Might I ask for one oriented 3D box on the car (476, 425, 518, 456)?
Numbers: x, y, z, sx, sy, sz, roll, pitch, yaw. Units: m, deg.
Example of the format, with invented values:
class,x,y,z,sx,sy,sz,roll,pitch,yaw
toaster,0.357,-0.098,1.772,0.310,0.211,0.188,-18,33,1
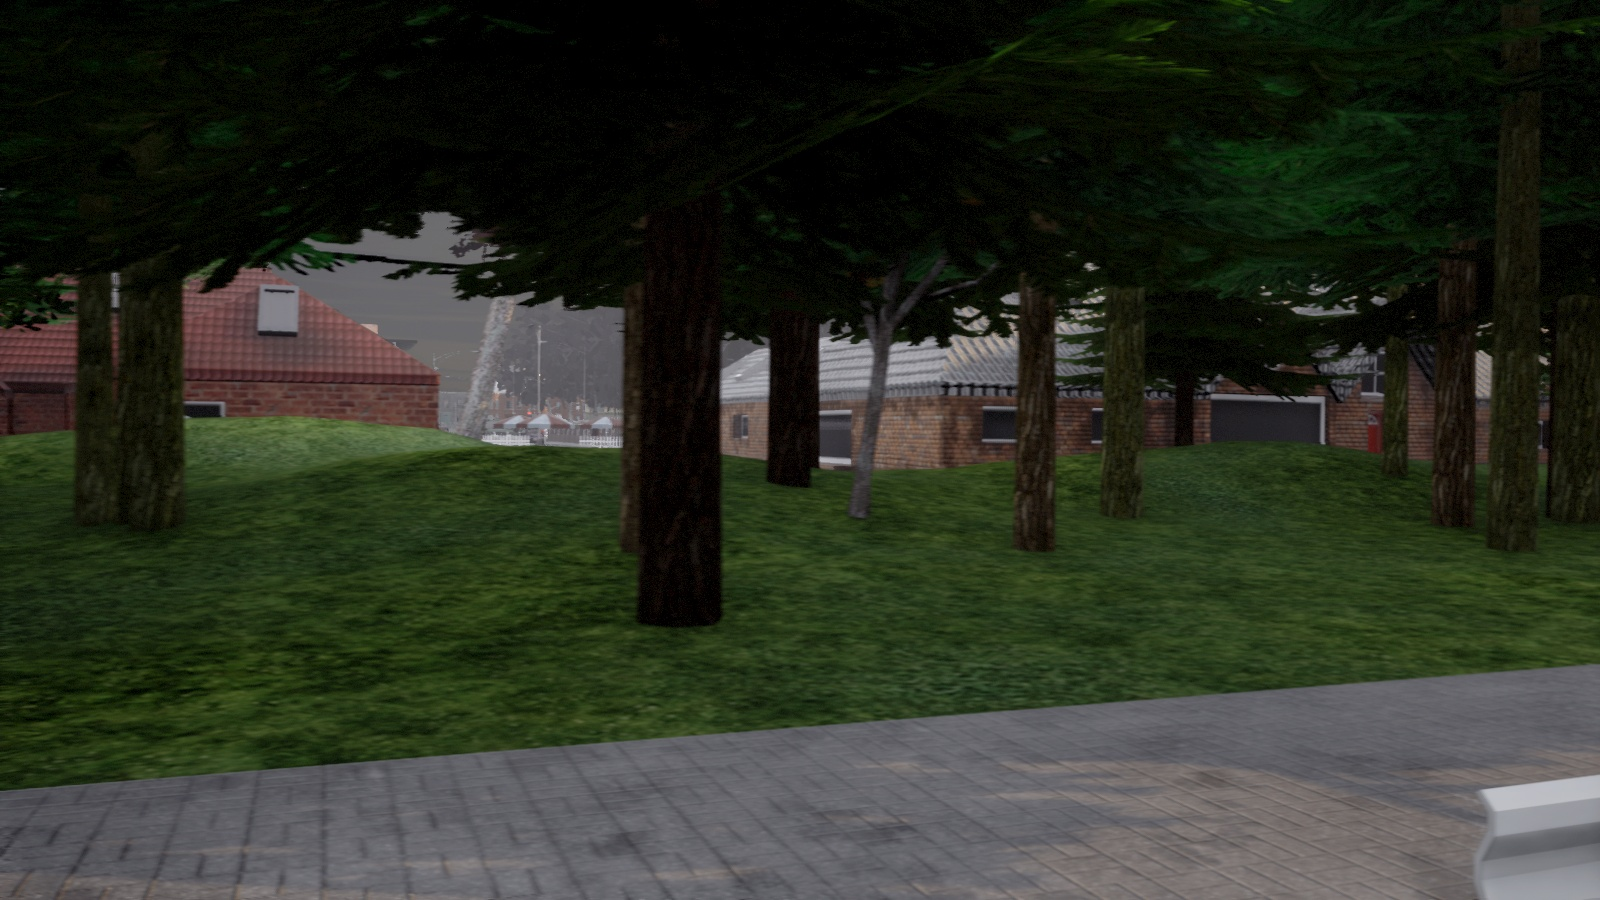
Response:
class,x,y,z,sx,sy,sz,roll,pitch,yaw
car,-21.413,-0.691,88.490,2.150,2.045,5.566,-1,1,-21
